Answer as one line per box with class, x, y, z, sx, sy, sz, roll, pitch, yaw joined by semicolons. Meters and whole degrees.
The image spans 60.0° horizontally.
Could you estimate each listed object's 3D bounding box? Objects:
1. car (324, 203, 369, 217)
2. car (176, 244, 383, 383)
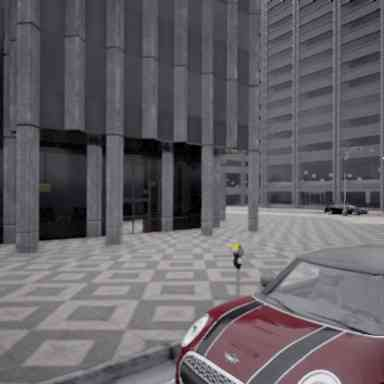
car;18.117;2.094;39.182;1.882;1.535;5.008;0;-1;-36
car;1.798;1.455;3.861;4.097;1.590;1.967;0;0;-36
